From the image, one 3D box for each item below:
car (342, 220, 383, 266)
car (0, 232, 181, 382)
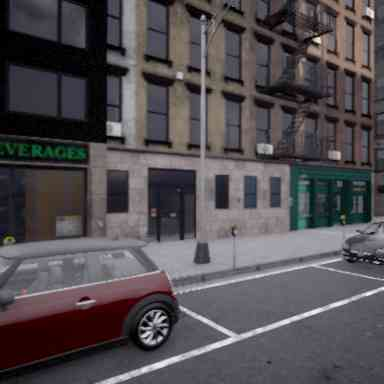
[{"bbox_3d":[6.710,1.604,10.978,4.403,1.369,2.008,0,0,-36],"label":"car"},{"bbox_3d":[-2.261,1.443,4.577,4.097,1.590,1.967,0,0,-36],"label":"car"}]
